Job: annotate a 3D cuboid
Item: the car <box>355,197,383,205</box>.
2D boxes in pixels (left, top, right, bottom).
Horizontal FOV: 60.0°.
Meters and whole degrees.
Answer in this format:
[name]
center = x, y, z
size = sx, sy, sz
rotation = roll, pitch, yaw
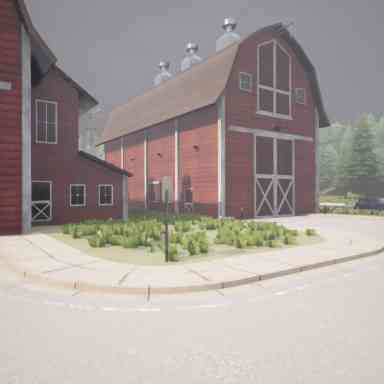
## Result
[car]
center = 20.167, 1.386, 36.114
size = 2.097, 1.767, 4.553
rotation = 0, 0, -34
